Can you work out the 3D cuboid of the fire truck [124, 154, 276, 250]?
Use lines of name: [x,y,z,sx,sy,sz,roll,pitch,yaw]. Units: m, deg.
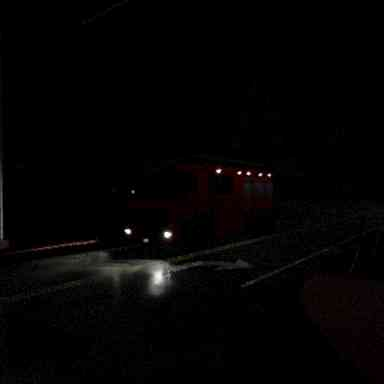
fire truck: [0.879,0.381,15.807,2.891,3.827,8.468,-1,-1,39]
